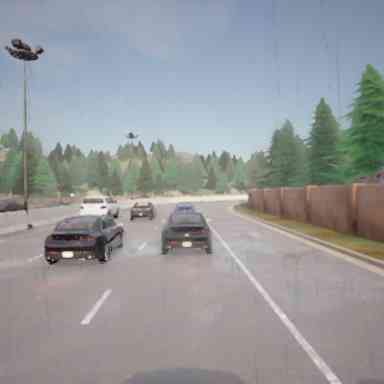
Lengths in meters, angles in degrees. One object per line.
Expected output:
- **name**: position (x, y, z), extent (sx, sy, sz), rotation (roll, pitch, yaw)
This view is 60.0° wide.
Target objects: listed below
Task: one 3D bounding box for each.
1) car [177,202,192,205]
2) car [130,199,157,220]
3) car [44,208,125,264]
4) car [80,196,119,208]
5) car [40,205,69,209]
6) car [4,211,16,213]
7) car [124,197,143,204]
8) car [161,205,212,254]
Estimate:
- **car**: position (-0.661, 1.585, 29.912), extent (1.812, 1.442, 4.674), rotation (-1, 0, -2)
- **car**: position (-4.125, 1.582, 28.782), extent (2.128, 1.511, 4.902), rotation (-1, 0, -1)
- **car**: position (-3.697, 1.564, 12.145), extent (1.837, 1.490, 4.892), rotation (-1, 0, -1)
- **car**: position (-7.601, 1.345, 27.758), extent (2.150, 2.045, 5.566), rotation (-1, 0, -1)
- **car**: position (-14.876, 1.755, 36.011), extent (2.033, 1.411, 5.357), rotation (-1, 0, 0)
- **car**: position (-21.798, 1.828, 39.097), extent (2.033, 1.411, 5.357), rotation (-1, 0, 2)
- **car**: position (-12.461, 1.758, 71.015), extent (1.812, 1.442, 4.674), rotation (-1, 0, 19)
- **car**: position (-0.234, 1.532, 13.736), extent (1.837, 1.490, 4.892), rotation (-1, 0, -1)
